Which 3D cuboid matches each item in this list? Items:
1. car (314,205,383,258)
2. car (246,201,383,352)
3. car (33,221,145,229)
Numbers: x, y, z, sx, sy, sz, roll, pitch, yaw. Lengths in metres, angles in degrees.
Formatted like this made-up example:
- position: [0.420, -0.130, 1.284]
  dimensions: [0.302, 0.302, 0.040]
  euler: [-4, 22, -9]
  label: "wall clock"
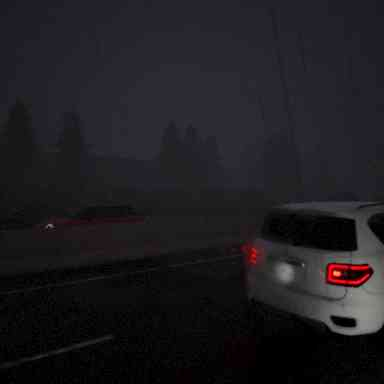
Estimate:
- position: [7.147, 1.388, 13.139]
  dimensions: [5.008, 1.535, 1.882]
  euler: [0, 0, -35]
  label: "car"
- position: [3.491, 1.178, 6.230]
  dimensions: [5.566, 2.045, 2.150]
  euler: [0, 0, -36]
  label: "car"
- position: [-4.213, 1.322, 13.884]
  dimensions: [4.553, 1.767, 2.097]
  euler: [0, 0, -36]
  label: "car"
